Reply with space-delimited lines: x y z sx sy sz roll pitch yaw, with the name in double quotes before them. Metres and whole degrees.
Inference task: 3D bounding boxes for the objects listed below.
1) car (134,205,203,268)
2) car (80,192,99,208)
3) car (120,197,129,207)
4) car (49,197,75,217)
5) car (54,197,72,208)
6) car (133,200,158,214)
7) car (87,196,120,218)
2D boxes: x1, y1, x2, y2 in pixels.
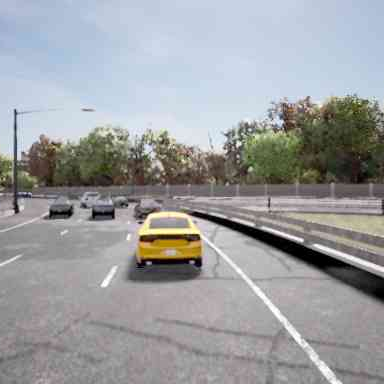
"car" -0.810 1.426 11.228 1.882 1.535 5.008 0 0 -6
"car" -14.135 1.050 46.170 2.150 2.045 5.566 0 0 -25
"car" -10.150 1.364 45.934 2.033 1.411 5.357 0 0 -24
"car" -11.561 1.389 29.697 2.128 1.511 4.902 0 0 -16
"car" -17.613 1.409 45.275 1.994 1.385 4.181 0 0 -25
"car" -3.869 1.424 28.452 2.033 1.411 5.357 0 0 -15
"car" -7.595 1.382 28.546 2.128 1.511 4.902 0 0 -15
